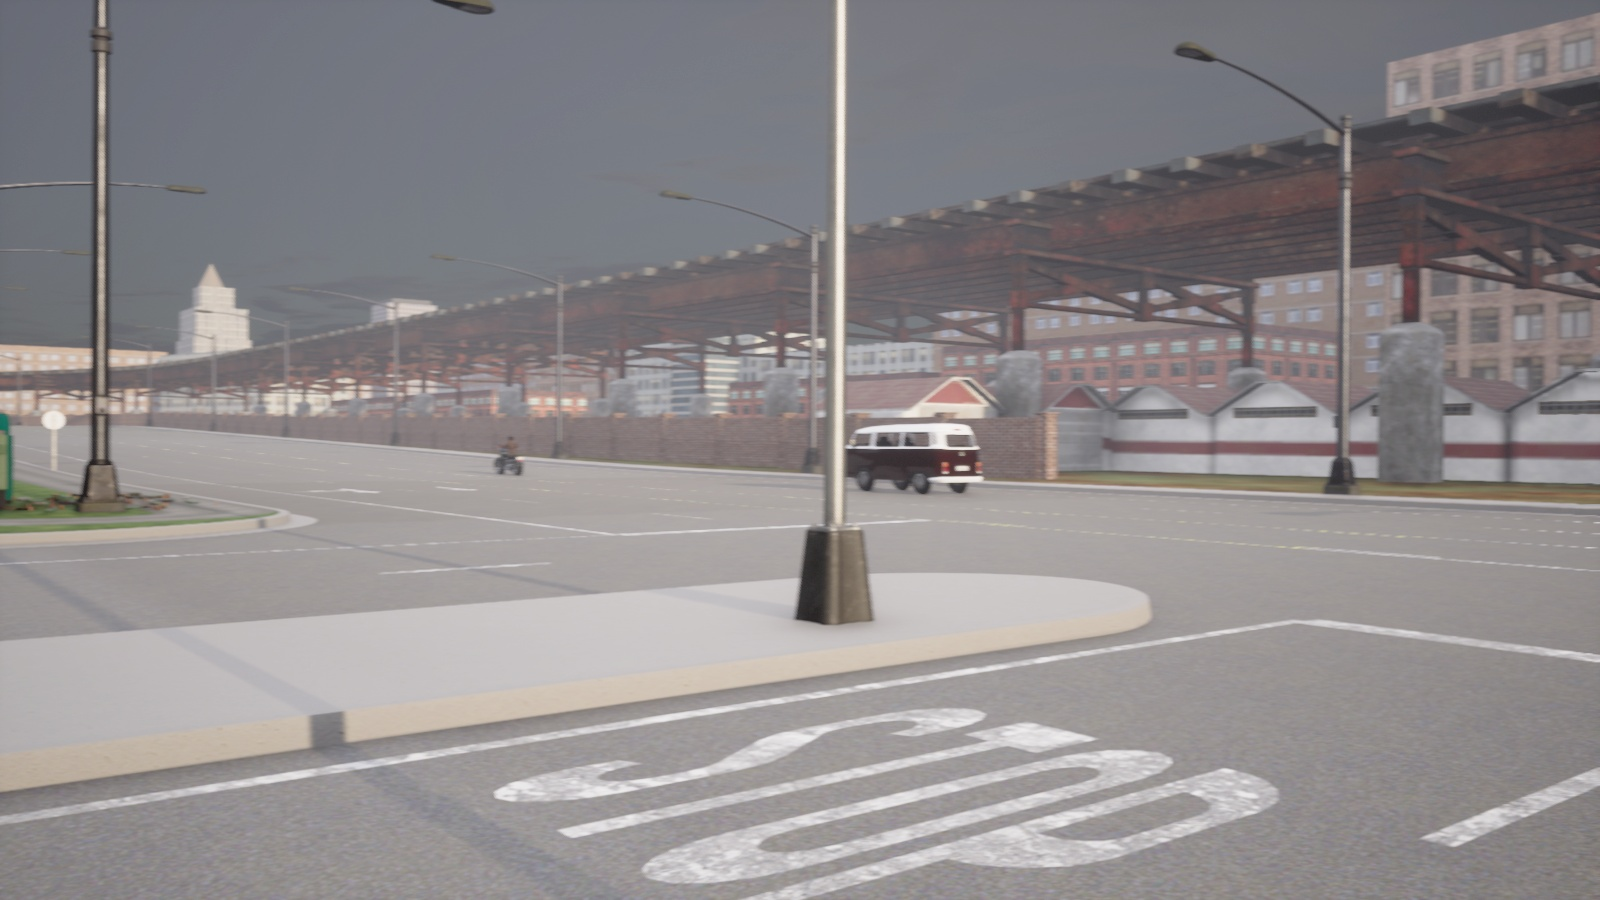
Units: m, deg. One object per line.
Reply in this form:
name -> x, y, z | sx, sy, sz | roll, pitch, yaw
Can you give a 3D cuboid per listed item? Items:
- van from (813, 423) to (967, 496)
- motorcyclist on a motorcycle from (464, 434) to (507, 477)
van -> 2.605, 0.240, 37.399 | 2.069, 2.038, 4.480 | 0, 0, -39
motorcyclist on a motorcycle -> -12.742, 0.206, 50.813 | 0.766, 1.649, 2.350 | 0, 1, -39
